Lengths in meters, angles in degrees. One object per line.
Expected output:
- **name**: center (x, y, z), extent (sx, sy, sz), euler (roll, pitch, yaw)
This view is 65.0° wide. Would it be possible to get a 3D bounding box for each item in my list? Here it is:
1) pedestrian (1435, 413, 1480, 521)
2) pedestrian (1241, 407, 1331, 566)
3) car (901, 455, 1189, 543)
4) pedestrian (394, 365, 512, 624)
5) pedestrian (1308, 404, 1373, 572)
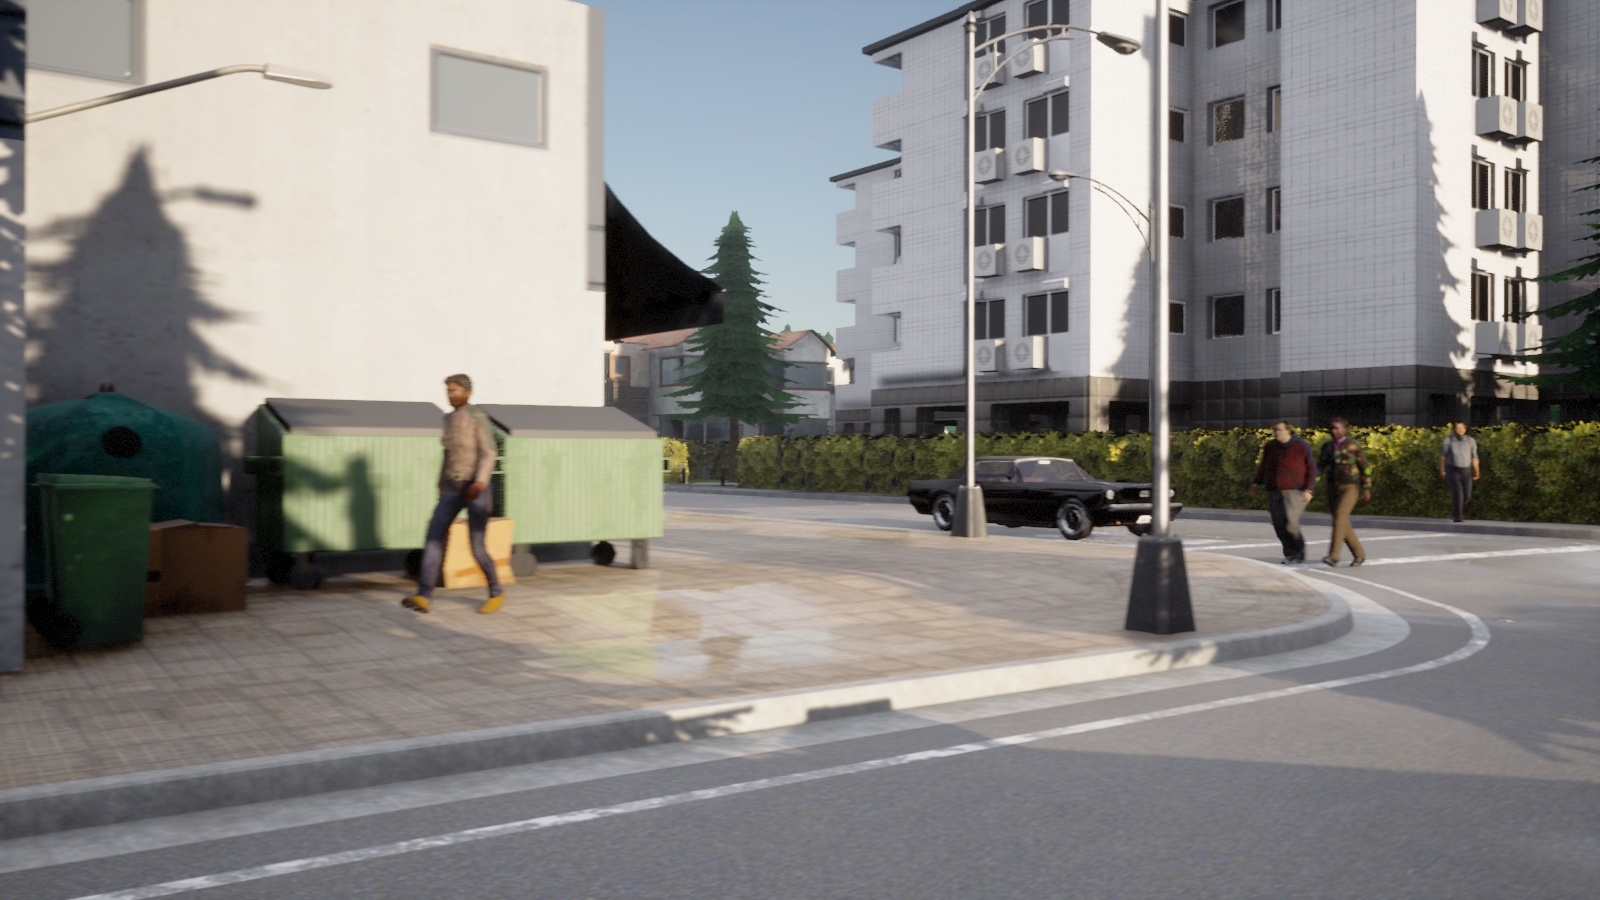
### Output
- **pedestrian**: center (11.443, 0.292, 21.871), extent (0.540, 1.848, 0.694), euler (0, 0, 12)
- **pedestrian**: center (5.844, 0.427, 15.100), extent (0.899, 1.844, 0.634), euler (0, 0, -39)
- **car**: center (3.961, 0.738, 21.073), extent (1.895, 1.301, 4.718), euler (0, 0, -36)
- **pedestrian**: center (-2.527, 0.309, 9.205), extent (0.328, 1.805, 0.869), euler (0, 0, 27)
- **pedestrian**: center (6.356, 0.441, 14.770), extent (0.692, 1.930, 0.395), euler (0, 0, -35)
